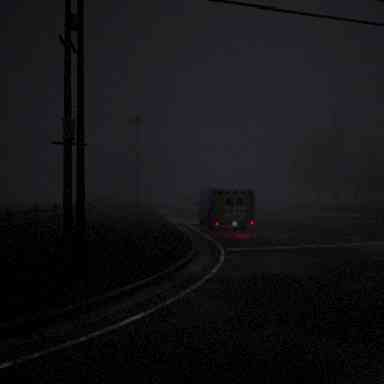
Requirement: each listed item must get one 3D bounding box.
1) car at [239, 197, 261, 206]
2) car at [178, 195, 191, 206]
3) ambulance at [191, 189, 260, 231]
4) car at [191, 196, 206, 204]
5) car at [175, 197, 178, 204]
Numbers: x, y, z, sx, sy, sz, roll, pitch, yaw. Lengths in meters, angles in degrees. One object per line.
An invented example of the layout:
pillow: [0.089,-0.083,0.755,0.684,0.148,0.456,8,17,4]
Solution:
car: [9.918,1.547,57.018,2.033,1.411,5.357,0,0,-10]
car: [-0.516,1.352,55.745,2.097,1.767,4.553,0,0,-10]
ambulance: [1.830,1.031,20.876,2.351,2.431,6.366,0,0,-10]
car: [1.258,1.491,66.244,2.128,1.511,4.902,0,0,-10]
car: [-2.193,1.547,65.661,2.033,1.411,5.357,0,0,-10]
